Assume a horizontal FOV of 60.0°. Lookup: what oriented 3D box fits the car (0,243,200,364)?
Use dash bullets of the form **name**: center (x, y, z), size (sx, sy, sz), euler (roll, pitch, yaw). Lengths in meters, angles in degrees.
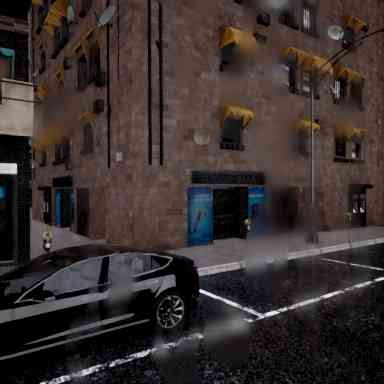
- **car**: center (-1.852, 1.566, 5.244), size (4.313, 1.339, 1.947), euler (0, 0, -36)
